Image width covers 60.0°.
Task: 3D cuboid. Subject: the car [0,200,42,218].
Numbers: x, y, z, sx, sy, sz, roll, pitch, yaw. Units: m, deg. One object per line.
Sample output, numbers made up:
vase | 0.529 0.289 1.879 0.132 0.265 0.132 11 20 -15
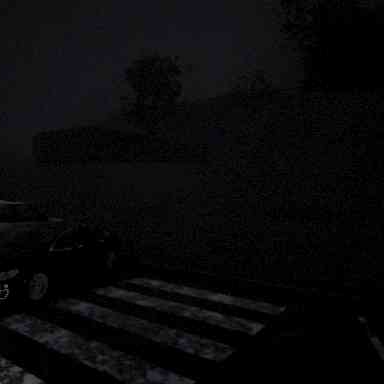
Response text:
car | -5.959 1.247 10.082 2.435 2.045 5.566 0 -1 15

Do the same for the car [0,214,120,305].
car | -3.526 1.496 8.323 2.231 1.521 4.892 0 -1 15
